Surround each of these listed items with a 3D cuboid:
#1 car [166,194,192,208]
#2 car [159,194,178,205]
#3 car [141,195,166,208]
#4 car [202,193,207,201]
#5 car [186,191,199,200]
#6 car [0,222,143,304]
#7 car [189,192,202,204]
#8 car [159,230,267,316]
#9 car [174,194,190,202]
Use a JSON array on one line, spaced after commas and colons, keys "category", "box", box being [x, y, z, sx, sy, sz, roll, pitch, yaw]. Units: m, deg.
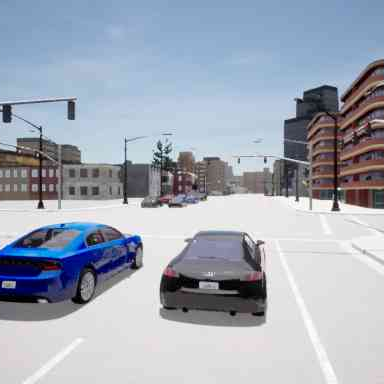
[{"category": "car", "box": [-1.925, 1.409, 46.886, 2.033, 1.411, 5.357, 0, 1, 11]}, {"category": "car", "box": [-3.800, 1.226, 55.474, 1.882, 1.535, 5.008, 0, 1, 11]}, {"category": "car", "box": [-5.561, 1.230, 46.508, 2.097, 1.767, 4.553, 0, 1, 11]}, {"category": "car", "box": [1.867, 1.052, 66.114, 1.837, 1.490, 4.892, 0, 1, 12]}, {"category": "car", "box": [0.048, 0.752, 74.930, 2.097, 1.767, 4.553, 0, 1, 11]}, {"category": "car", "box": [-2.748, 1.478, 8.283, 1.882, 1.535, 5.008, 0, 0, 11]}, {"category": "car", "box": [-0.091, 1.249, 56.291, 1.812, 1.442, 4.674, 0, 1, 11]}, {"category": "car", "box": [0.689, 1.564, 7.637, 1.994, 1.385, 4.181, 0, 0, 12]}, {"category": "car", "box": [-1.895, 1.125, 65.126, 2.033, 1.411, 5.357, 0, 1, 11]}]
